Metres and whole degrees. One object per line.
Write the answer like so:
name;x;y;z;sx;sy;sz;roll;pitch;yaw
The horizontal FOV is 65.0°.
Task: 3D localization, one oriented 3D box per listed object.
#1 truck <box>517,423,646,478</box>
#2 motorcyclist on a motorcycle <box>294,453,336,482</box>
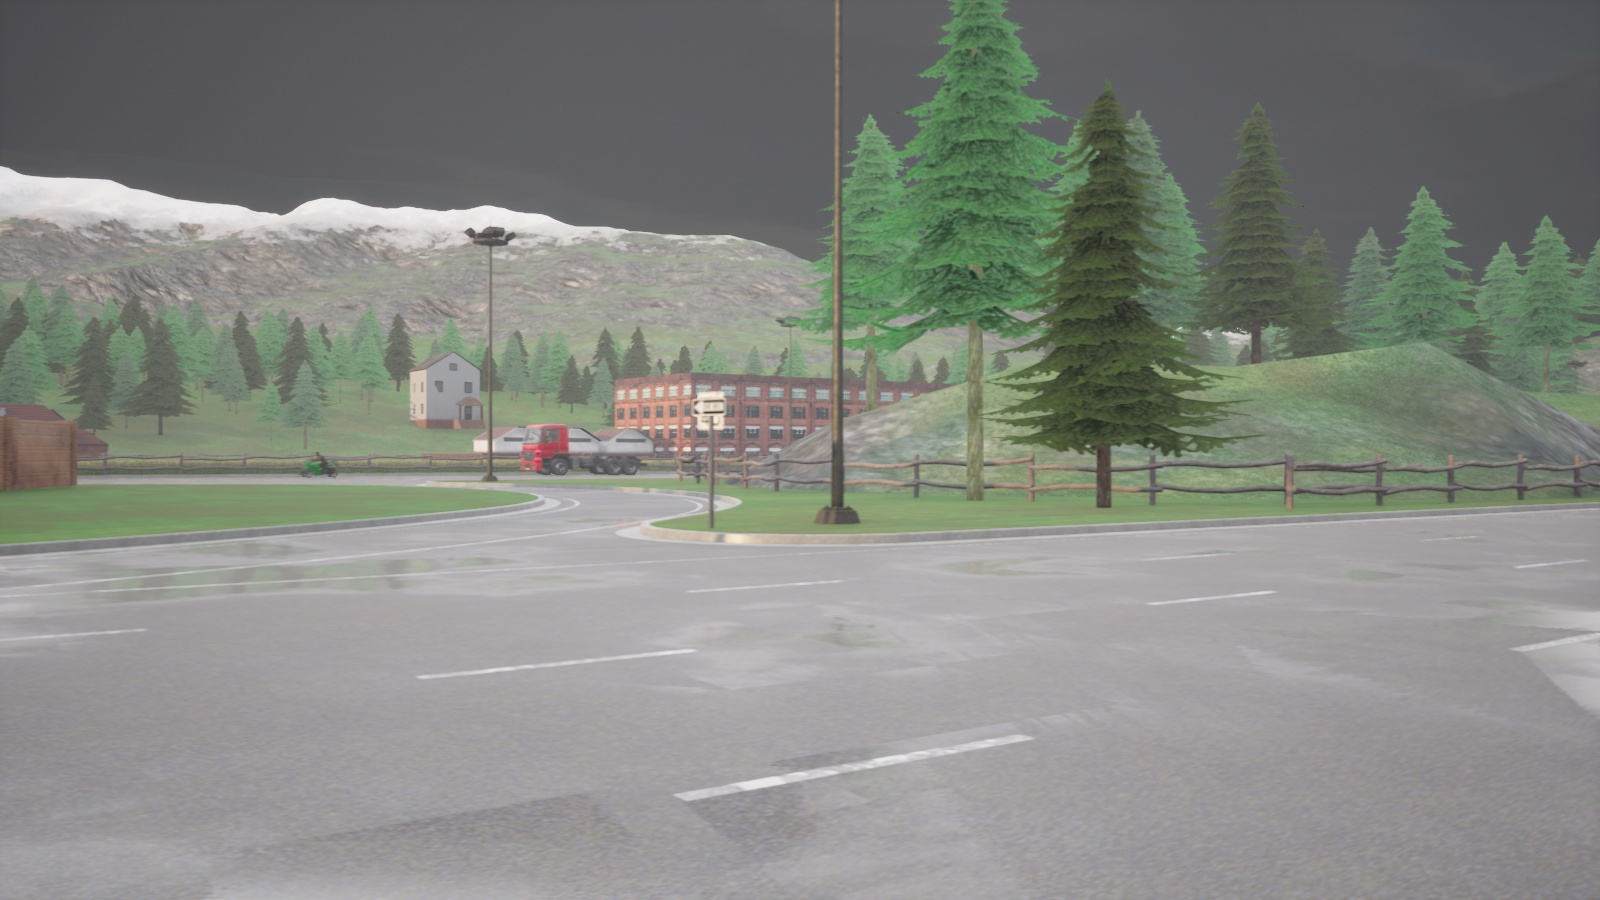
truck;-14.337;0.019;82.728;7.936;3.462;2.891;0;0;-35
motorcyclist on a motorcycle;-26.927;0.965;69.754;2.044;1.523;0.797;0;0;-35
